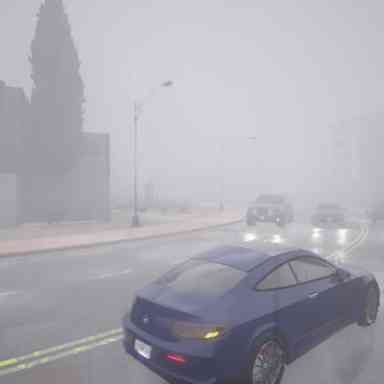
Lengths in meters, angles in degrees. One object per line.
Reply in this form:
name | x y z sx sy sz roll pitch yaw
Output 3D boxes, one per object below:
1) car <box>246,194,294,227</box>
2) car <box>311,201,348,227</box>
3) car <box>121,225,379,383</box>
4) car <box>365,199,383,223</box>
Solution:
car | 5.286 1.132 21.896 2.150 2.045 5.566 0 0 26
car | 9.069 1.396 21.960 1.837 1.490 4.892 0 0 23
car | 1.190 1.506 5.115 4.674 1.442 1.812 0 0 -41
car | 13.799 1.425 23.975 1.994 1.385 4.181 0 0 21
